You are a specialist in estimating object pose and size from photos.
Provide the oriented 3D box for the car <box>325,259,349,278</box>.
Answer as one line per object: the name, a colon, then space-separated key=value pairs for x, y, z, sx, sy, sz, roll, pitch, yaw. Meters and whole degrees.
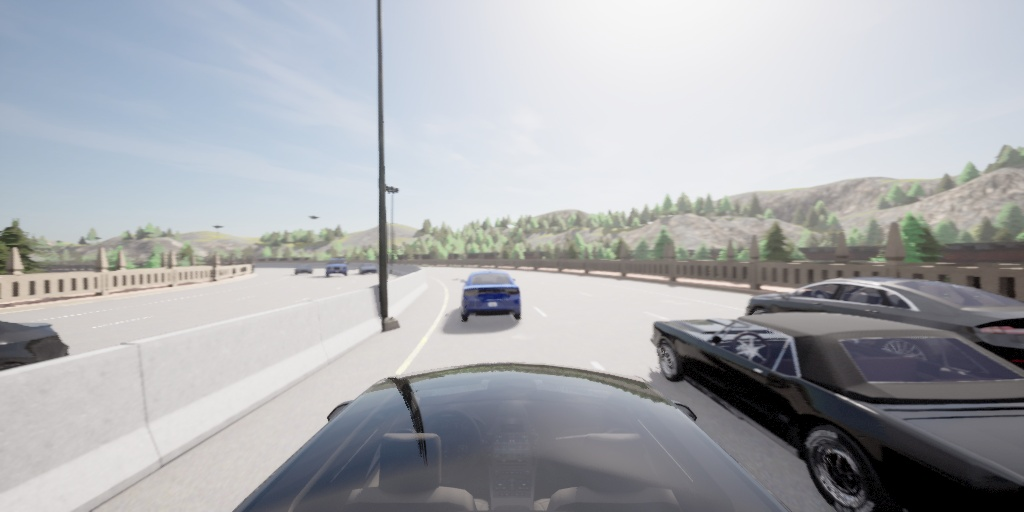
car: x=-19.657 y=1.304 z=40.306 sx=2.150 sy=2.045 sz=5.566 roll=-1 pitch=0 yaw=-26

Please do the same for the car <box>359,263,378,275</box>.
car: x=-18.145 y=1.609 z=45.125 sx=2.033 sy=1.411 sz=5.357 roll=-1 pitch=0 yaw=-27

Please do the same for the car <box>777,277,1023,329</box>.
car: x=6.664 y=1.145 z=6.787 sx=2.128 sy=1.511 sz=4.902 roll=-1 pitch=0 yaw=-3

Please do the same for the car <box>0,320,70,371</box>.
car: x=-7.362 y=1.368 z=3.133 sx=1.837 sy=1.490 sz=4.892 roll=-1 pitch=0 yaw=-2

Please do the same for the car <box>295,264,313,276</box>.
car: x=-26.793 y=1.759 z=46.155 sx=1.994 sy=1.385 sz=4.181 roll=-1 pitch=0 yaw=-31

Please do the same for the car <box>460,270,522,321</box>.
car: x=-0.818 y=1.249 z=12.801 sx=1.882 sy=1.535 sz=5.008 roll=-1 pitch=0 yaw=-6

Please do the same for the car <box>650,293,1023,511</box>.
car: x=3.333 y=1.302 z=4.090 sx=1.895 sy=1.301 sz=4.718 roll=-1 pitch=0 yaw=-1
